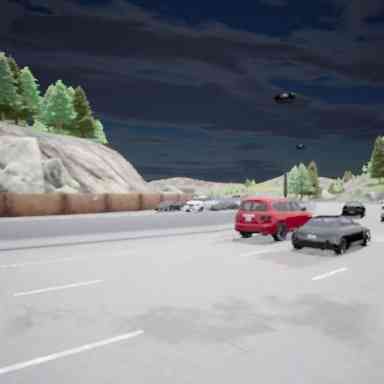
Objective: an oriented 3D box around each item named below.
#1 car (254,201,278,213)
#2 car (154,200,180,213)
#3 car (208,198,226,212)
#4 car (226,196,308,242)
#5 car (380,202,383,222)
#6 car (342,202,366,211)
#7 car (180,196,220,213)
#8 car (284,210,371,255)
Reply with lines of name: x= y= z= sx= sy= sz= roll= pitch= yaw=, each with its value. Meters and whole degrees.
car: x=9.876 y=1.883 z=44.108 sx=2.033 sy=1.411 sz=5.357 roll=0 pitch=-1 yaw=24
car: x=-2.866 y=1.836 z=42.407 sx=1.837 sy=1.490 sz=4.892 roll=0 pitch=0 yaw=30
car: x=4.102 y=1.817 z=40.510 sx=1.837 sy=1.490 sz=4.892 roll=0 pitch=0 yaw=29
car: x=4.503 y=1.358 z=17.488 sx=2.150 sy=2.045 sz=5.566 roll=0 pitch=0 yaw=44
car: x=17.460 y=1.432 z=28.429 sx=2.150 sy=2.045 sz=5.566 roll=0 pitch=0 yaw=32
car: x=16.098 y=1.724 z=33.014 sx=1.882 sy=1.535 sz=5.008 roll=0 pitch=0 yaw=30
car: x=1.180 y=1.549 z=42.316 sx=2.150 sy=2.045 sz=5.566 roll=0 pitch=0 yaw=29
car: x=5.941 y=1.671 z=14.047 sx=1.994 sy=1.385 sz=4.181 roll=0 pitch=0 yaw=44
